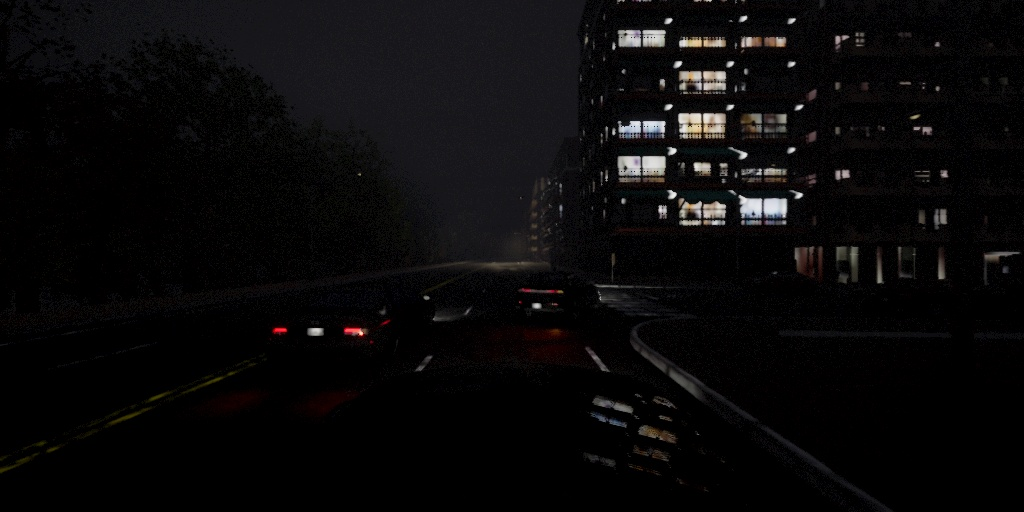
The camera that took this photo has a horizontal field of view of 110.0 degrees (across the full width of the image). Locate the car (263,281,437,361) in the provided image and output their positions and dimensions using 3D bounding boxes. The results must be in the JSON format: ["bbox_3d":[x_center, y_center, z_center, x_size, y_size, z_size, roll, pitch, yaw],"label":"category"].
[{"bbox_3d":[-3.177,1.295,8.333,2.033,1.411,5.357,0,0,0],"label":"car"}]

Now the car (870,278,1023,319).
[{"bbox_3d":[16.344,1.551,13.591,4.507,1.381,1.888,0,0,0],"label":"car"}]

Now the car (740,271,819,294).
[{"bbox_3d":[16.297,1.568,21.939,4.207,1.307,1.802,0,0,0],"label":"car"}]

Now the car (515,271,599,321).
[{"bbox_3d":[1.754,1.289,12.735,2.128,1.511,4.902,0,-1,25],"label":"car"}]
